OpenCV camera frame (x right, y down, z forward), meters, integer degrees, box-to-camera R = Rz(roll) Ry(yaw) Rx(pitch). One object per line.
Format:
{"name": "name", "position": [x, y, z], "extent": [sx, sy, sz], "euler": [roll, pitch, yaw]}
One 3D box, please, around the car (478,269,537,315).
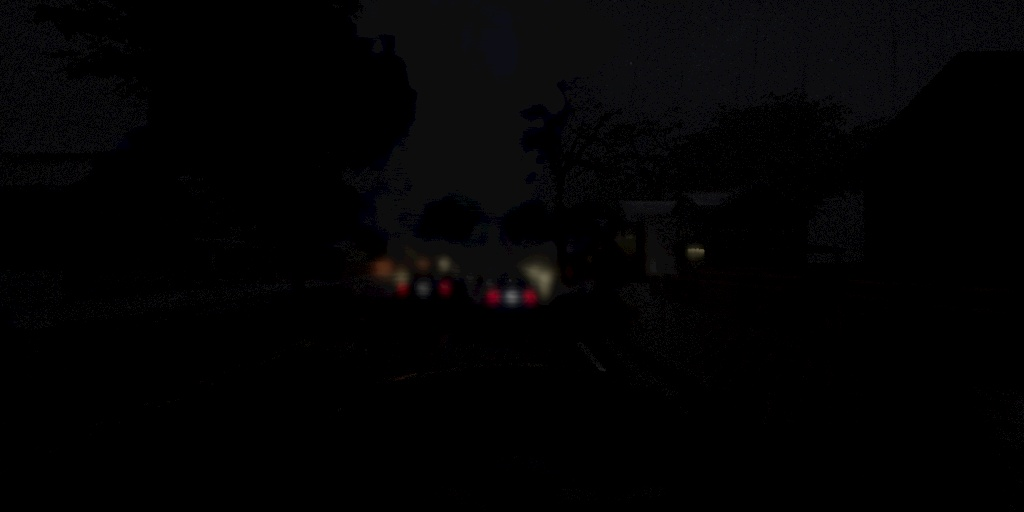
{"name": "car", "position": [0.006, 1.431, 14.366], "extent": [2.033, 1.411, 5.357], "euler": [0, -1, 0]}

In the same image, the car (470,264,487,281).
{"name": "car", "position": [-3.234, 1.560, 30.345], "extent": [2.128, 1.511, 4.902], "euler": [0, -1, 1]}

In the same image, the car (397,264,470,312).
{"name": "car", "position": [-3.231, 1.244, 15.257], "extent": [2.097, 1.767, 4.553], "euler": [0, -1, 0]}
